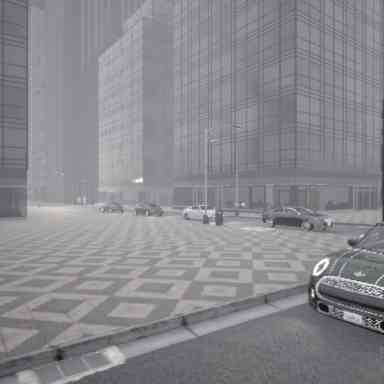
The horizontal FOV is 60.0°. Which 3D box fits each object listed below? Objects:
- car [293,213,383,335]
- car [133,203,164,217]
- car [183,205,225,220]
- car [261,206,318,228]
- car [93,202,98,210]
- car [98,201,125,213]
[{"bbox_3d":[4.317,1.352,6.459,4.553,1.767,2.097,0,0,-36],"label":"car"},{"bbox_3d":[-5.088,2.007,38.293,1.837,1.490,4.892,0,-1,-36],"label":"car"},{"bbox_3d":[0.951,1.870,29.957,1.812,1.442,4.674,0,-1,-36],"label":"car"},{"bbox_3d":[6.784,1.683,21.902,2.128,1.511,4.902,0,-1,-35],"label":"car"},{"bbox_3d":[-16.049,2.391,58.833,1.812,1.442,4.674,0,-1,-36],"label":"car"},{"bbox_3d":[-11.156,2.169,46.732,1.837,1.490,4.892,0,-1,-35],"label":"car"}]
